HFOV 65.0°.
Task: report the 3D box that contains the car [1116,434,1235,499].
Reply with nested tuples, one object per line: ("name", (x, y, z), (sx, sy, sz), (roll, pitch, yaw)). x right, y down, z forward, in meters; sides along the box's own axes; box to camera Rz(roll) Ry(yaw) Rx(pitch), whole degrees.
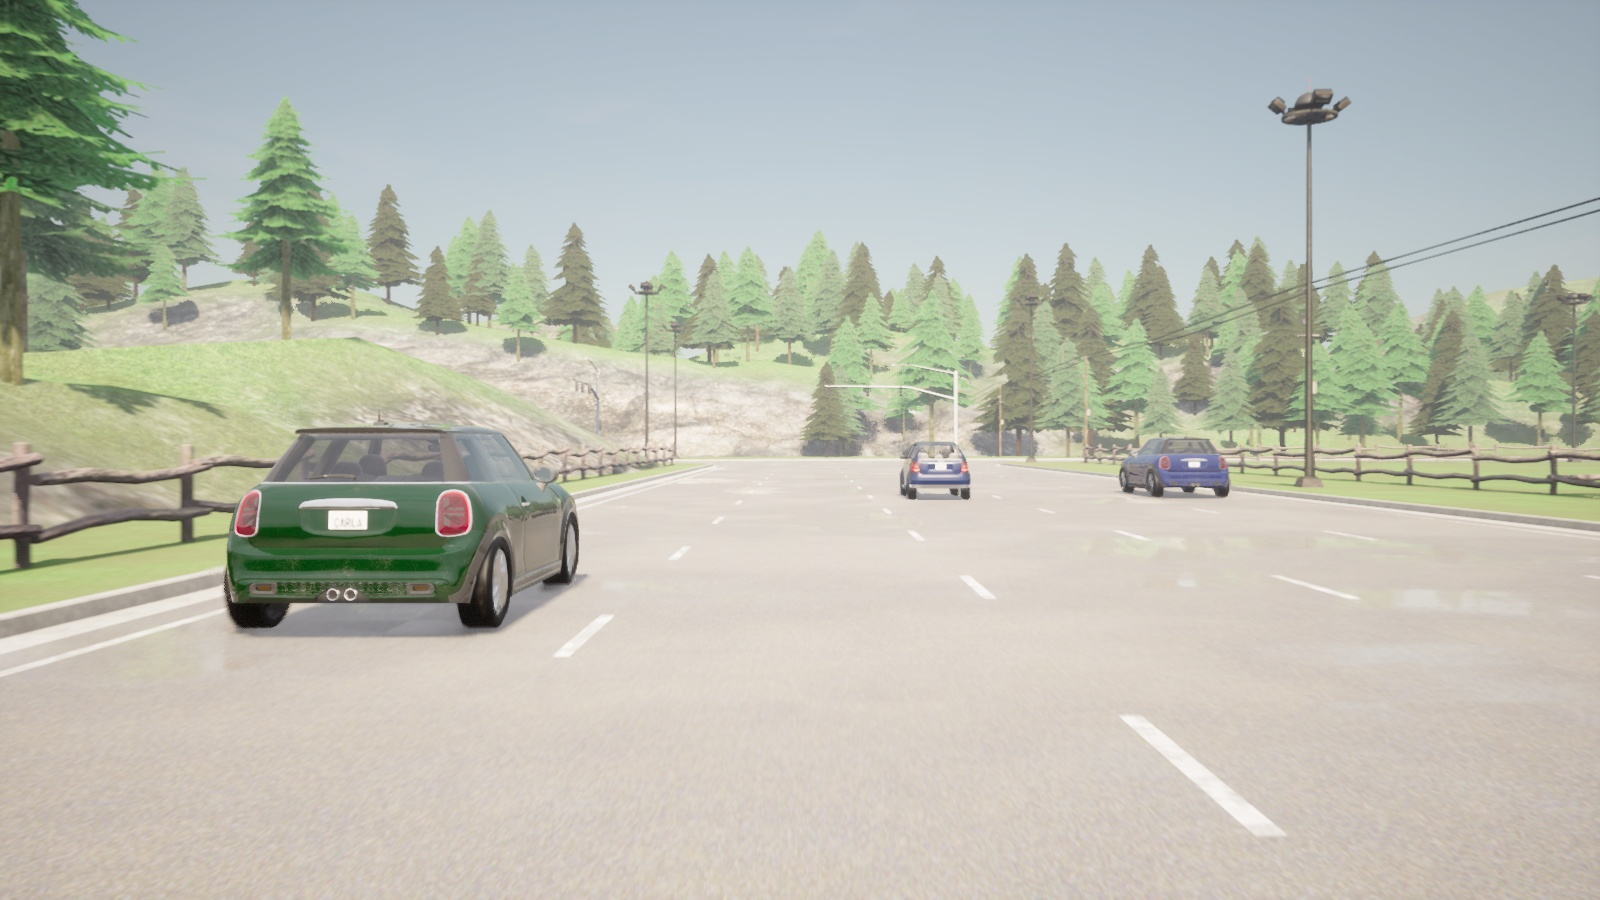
("car", (10.722, 0.428, 36.205), (2.097, 1.767, 4.553), (0, 0, 0))

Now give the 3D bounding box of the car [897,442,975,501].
("car", (3.714, 0.550, 34.818), (1.789, 1.549, 3.705), (0, 0, 0))

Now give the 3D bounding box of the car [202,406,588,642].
("car", (-3.418, 0.542, 11.685), (2.097, 1.767, 4.553), (0, 0, 0))
